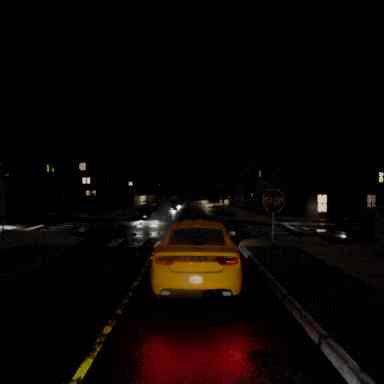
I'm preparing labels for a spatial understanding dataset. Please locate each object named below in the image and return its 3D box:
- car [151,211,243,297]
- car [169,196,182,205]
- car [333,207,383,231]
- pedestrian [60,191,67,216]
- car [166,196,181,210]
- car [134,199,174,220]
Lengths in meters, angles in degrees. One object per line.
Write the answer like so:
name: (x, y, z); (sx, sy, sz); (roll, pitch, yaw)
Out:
car: (0.148, 1.474, 8.634); (1.882, 1.535, 5.008); (0, 0, 2)
car: (-2.824, 1.463, 57.874); (2.128, 1.511, 4.902); (0, 0, 0)
car: (11.960, 1.717, 21.924); (5.008, 1.535, 1.882); (1, 1, 1)
pedestrian: (-9.695, 0.859, 25.144); (0.375, 1.860, 0.375); (0, 0, 1)
car: (-2.859, 1.531, 43.145); (2.033, 1.411, 5.357); (0, 0, 1)
car: (-3.235, 1.525, 27.859); (2.033, 1.411, 5.357); (-1, -1, 7)
